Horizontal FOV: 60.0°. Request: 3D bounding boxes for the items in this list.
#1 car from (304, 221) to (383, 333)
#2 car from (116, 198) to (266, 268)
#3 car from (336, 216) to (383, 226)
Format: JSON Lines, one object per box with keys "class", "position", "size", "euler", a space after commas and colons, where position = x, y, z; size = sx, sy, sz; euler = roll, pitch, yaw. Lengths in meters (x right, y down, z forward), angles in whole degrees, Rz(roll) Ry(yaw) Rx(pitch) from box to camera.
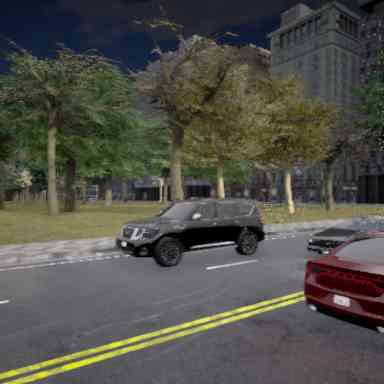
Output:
{"class": "car", "position": [4.296, 1.509, 6.507], "size": [5.008, 1.535, 1.882], "euler": [0, 0, -36]}
{"class": "car", "position": [0.180, 1.251, 11.797], "size": [5.566, 2.045, 2.150], "euler": [0, 0, -35]}
{"class": "car", "position": [6.567, 1.603, 12.354], "size": [5.357, 1.411, 2.033], "euler": [0, 0, -35]}
